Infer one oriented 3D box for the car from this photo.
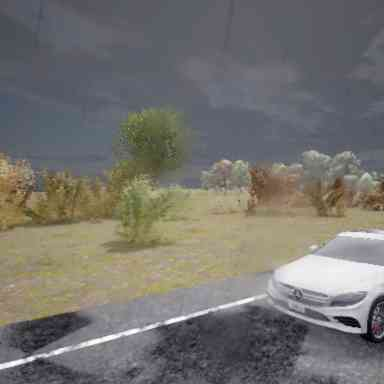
[{"bbox_3d":[3.514,1.511,6.534,4.674,1.442,1.812,0,0,-36],"label":"car"}]
